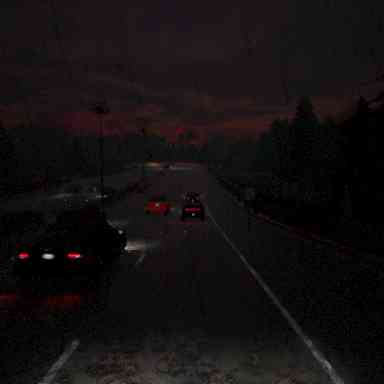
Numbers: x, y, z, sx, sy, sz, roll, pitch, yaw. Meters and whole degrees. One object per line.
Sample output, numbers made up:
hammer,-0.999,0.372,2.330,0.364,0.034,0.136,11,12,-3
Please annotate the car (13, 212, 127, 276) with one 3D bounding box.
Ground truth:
car,-3.398,1.588,10.383,2.033,1.411,5.357,0,0,0

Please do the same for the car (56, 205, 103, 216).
car,-6.896,1.560,21.137,1.882,1.535,5.008,0,0,0

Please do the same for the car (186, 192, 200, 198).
car,0.109,0.685,46.865,1.895,1.301,4.718,0,5,0

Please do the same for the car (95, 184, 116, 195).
car,-14.038,-0.230,55.375,1.994,1.385,4.181,0,6,1

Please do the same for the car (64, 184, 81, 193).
car,-21.001,-0.685,58.811,2.128,1.511,4.902,0,6,1

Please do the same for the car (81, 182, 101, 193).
car,-17.492,-0.892,59.391,2.097,1.767,4.553,0,6,1

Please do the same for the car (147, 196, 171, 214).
car,-3.393,1.225,34.701,2.097,1.767,4.553,0,2,0

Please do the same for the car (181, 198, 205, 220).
car,0.106,1.540,28.570,2.128,1.511,4.902,0,1,0
